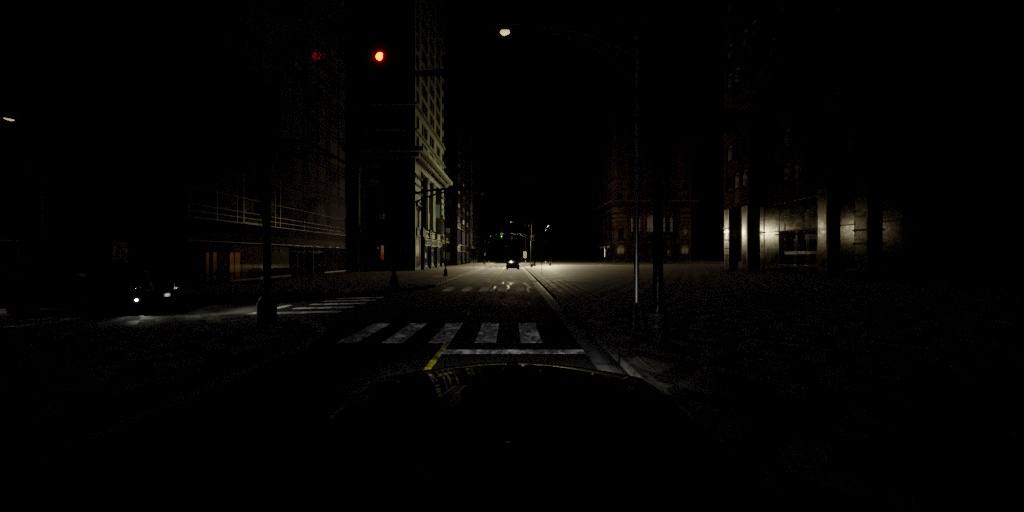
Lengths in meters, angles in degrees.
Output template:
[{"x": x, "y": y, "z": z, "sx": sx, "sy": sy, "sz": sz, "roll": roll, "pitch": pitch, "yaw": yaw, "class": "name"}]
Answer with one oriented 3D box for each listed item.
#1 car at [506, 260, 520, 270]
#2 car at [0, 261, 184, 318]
[{"x": 0.111, "y": 1.325, "z": 53.476, "sx": 1.994, "sy": 1.385, "sz": 4.181, "roll": 0, "pitch": 0, "yaw": 0, "class": "car"}, {"x": -16.104, "y": 1.192, "z": 13.855, "sx": 5.566, "sy": 2.045, "sz": 2.150, "roll": -1, "pitch": 0, "yaw": 0, "class": "car"}]
